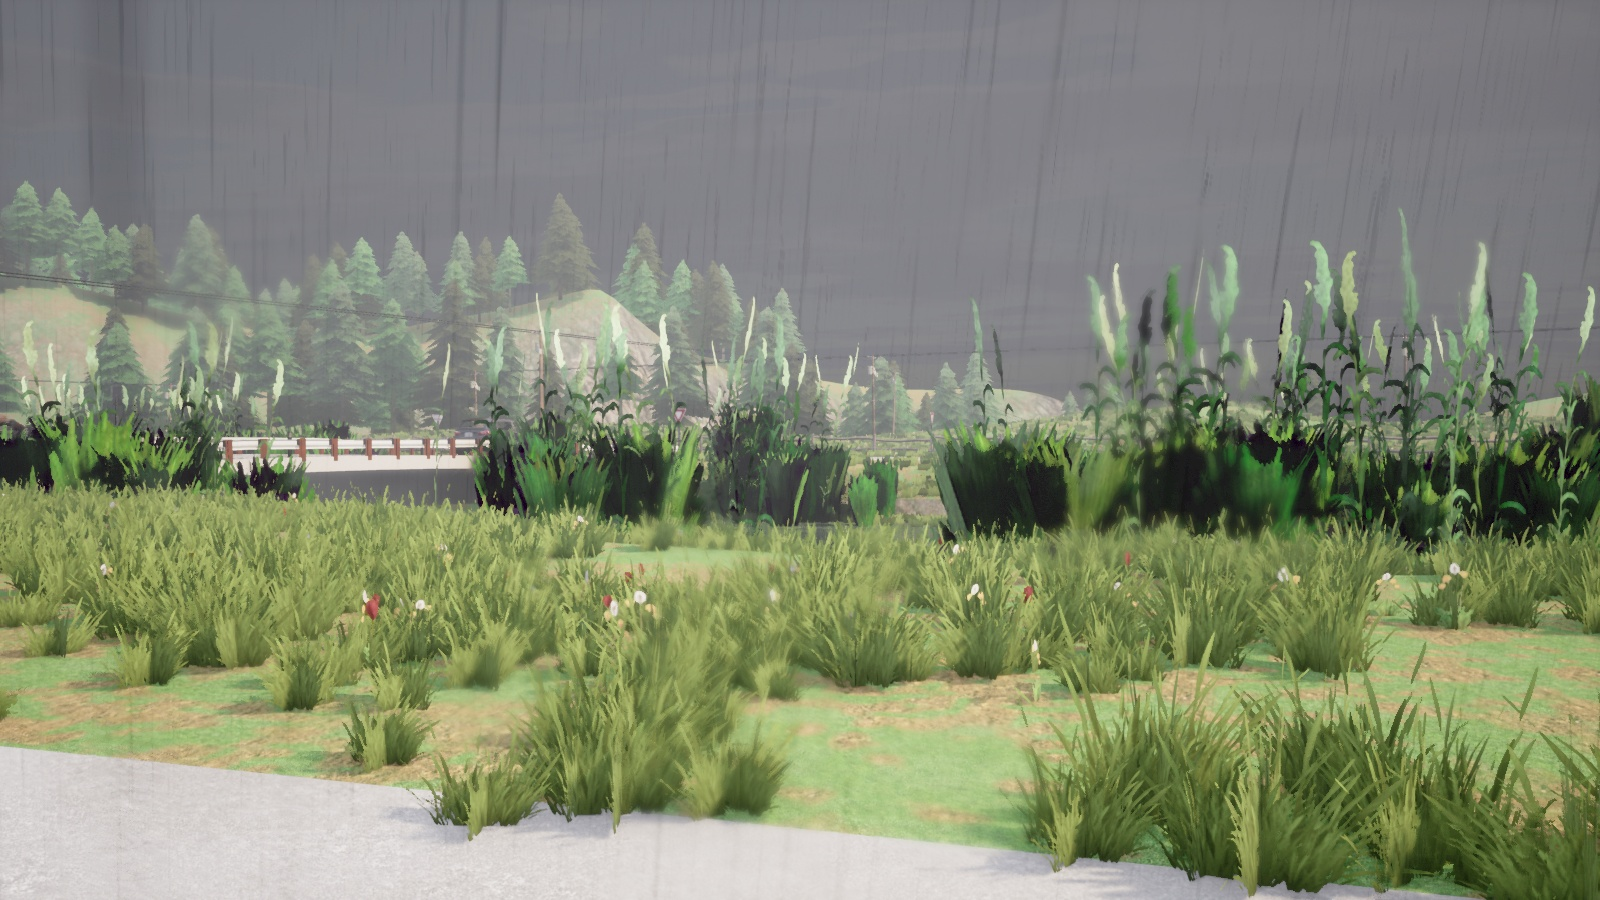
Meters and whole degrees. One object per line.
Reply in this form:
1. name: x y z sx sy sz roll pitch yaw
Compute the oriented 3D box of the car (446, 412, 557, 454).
1. car: -12.969 -0.703 54.915 2.242 1.667 4.611 1 -1 26
